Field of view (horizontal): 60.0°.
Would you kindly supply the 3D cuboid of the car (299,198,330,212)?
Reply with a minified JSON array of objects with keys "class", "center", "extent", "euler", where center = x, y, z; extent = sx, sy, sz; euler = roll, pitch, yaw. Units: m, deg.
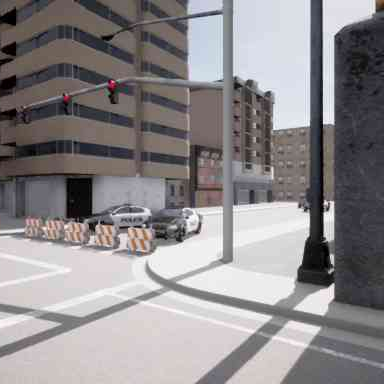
[{"class":"car","center":[14.365,1.453,38.303],"extent":[2.038,1.542,4.974],"euler":[0,0,36]}]

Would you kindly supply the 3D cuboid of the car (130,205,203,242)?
[{"class":"car","center":[-0.914,1.453,16.530],"extent":[2.038,1.542,4.974],"euler":[0,0,16]}]

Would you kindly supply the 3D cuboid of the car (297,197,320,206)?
[{"class":"car","center":[16.606,1.295,47.262],"extent":[1.853,1.218,4.536],"euler":[0,0,36]}]

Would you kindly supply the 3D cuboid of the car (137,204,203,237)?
[{"class":"car","center":[-0.900,1.295,16.580],"extent":[1.853,1.218,4.536],"euler":[0,0,16]}]

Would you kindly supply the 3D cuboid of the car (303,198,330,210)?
[{"class":"car","center":[14.395,1.295,38.345],"extent":[1.853,1.218,4.536],"euler":[0,0,36]}]

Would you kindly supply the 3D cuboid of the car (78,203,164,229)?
[{"class":"car","center":[-4.060,1.295,19.242],"extent":[4.536,1.218,1.853],"euler":[0,0,-29]}]

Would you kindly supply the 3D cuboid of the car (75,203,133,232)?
[{"class":"car","center":[-4.106,1.453,19.216],"extent":[4.974,1.542,2.038],"euler":[0,0,-29]}]
